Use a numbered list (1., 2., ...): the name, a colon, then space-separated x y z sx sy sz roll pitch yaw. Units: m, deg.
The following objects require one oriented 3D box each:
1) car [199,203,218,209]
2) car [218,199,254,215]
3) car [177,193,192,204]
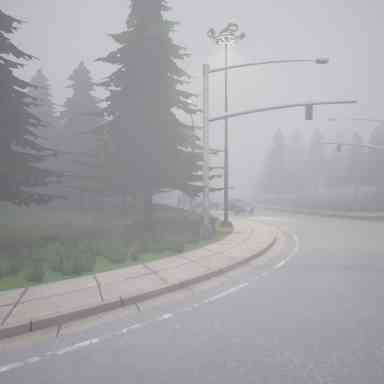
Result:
1. car: 2.092 1.601 43.907 1.895 1.301 4.718 0 0 -16
2. car: 4.735 1.492 34.265 2.128 1.511 4.902 0 0 -15
3. car: -0.830 1.221 54.060 2.150 2.045 5.566 0 0 -17
